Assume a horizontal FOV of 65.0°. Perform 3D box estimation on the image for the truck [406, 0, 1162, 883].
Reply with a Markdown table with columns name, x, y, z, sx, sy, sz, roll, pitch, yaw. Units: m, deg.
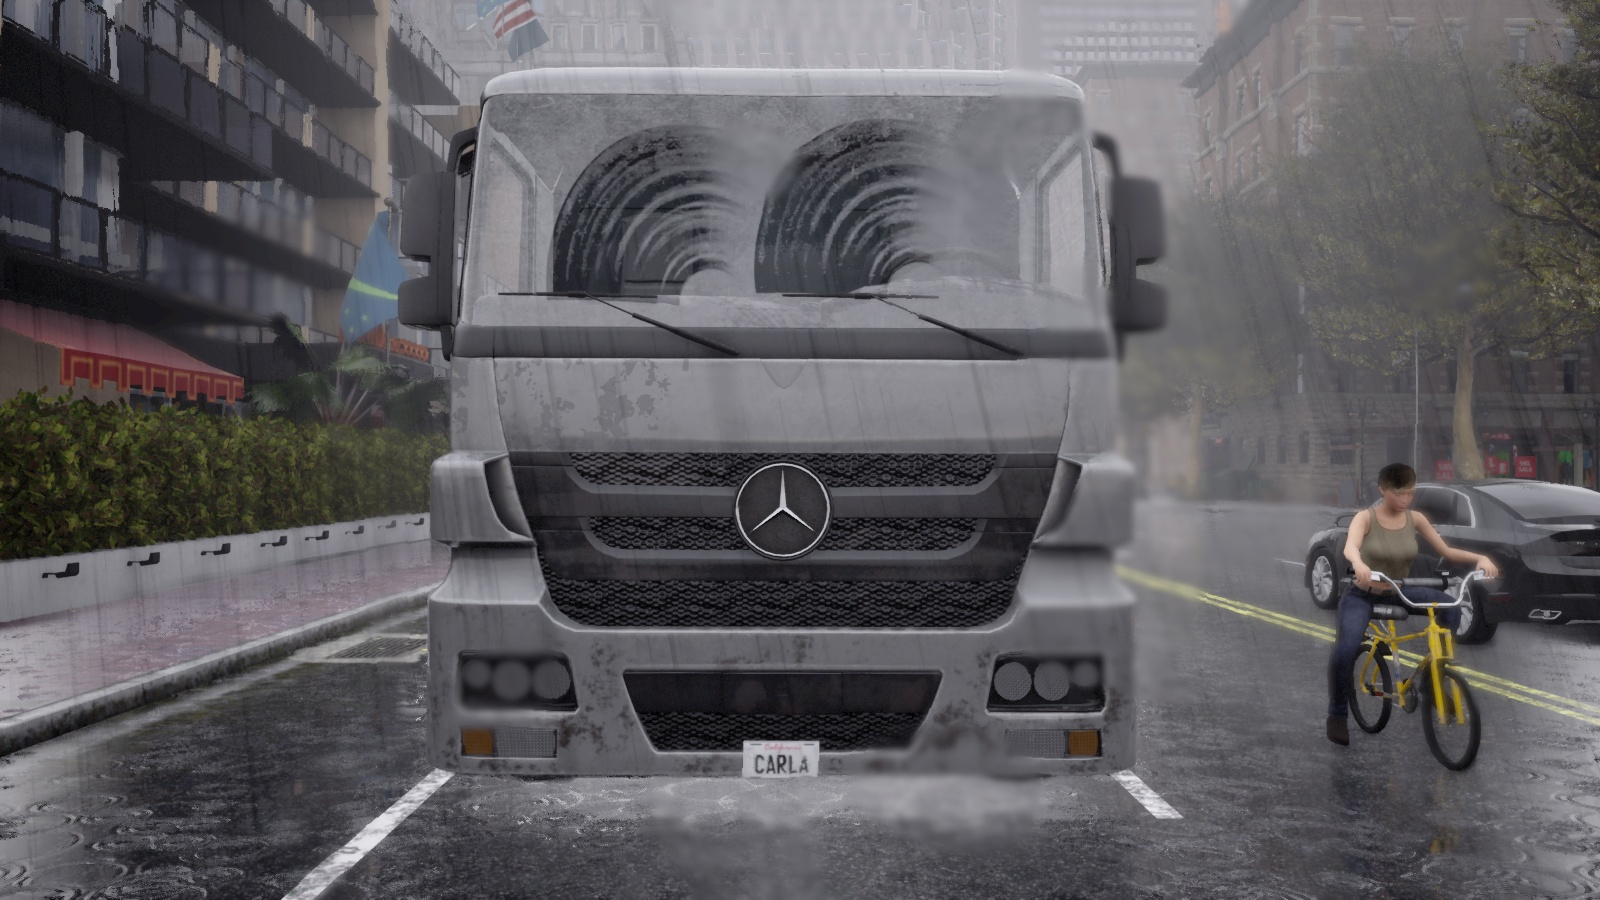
| name | x | y | z | sx | sy | sz | roll | pitch | yaw |
| --- | --- | --- | --- | --- | --- | --- | --- | --- | --- |
| truck | -0.100 | -0.020 | 8.798 | 2.891 | 3.462 | 7.936 | 0 | -1 | -1 |

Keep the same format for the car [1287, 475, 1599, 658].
| name | x | y | z | sx | sy | sz | roll | pitch | yaw |
| --- | --- | --- | --- | --- | --- | --- | --- | --- | --- |
| car | 6.867 | 1.007 | 12.815 | 1.837 | 1.490 | 4.892 | 0 | -1 | -1 |

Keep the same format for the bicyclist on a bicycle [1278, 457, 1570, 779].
| name | x | y | z | sx | sy | sz | roll | pitch | yaw |
| --- | --- | --- | --- | --- | --- | --- | --- | --- | --- |
| bicyclist on a bicycle | 3.422 | 0.856 | 7.063 | 0.866 | 1.612 | 1.509 | 0 | -1 | 0 |
